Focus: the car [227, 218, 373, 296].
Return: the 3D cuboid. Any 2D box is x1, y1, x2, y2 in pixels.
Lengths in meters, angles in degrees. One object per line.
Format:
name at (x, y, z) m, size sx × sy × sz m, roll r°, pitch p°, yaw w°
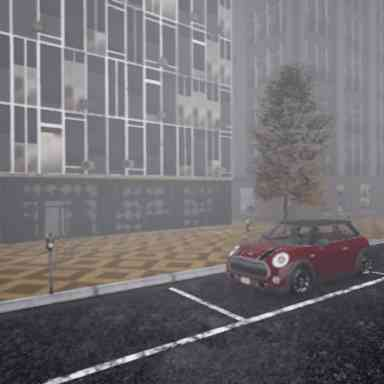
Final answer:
car at (2.818, 1.454, 8.581) m, size 4.097 × 1.590 × 1.967 m, roll 0°, pitch -1°, yaw -36°
